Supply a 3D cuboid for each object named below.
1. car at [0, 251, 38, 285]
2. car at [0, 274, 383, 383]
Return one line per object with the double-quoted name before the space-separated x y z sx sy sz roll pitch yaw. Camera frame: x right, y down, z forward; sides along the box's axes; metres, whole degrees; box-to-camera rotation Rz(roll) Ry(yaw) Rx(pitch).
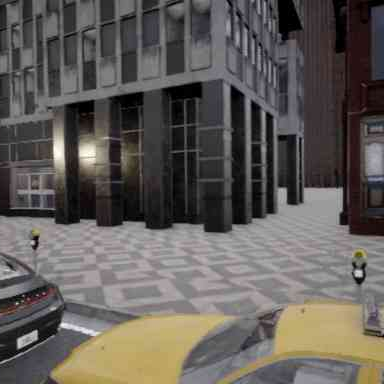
"car" -3.873 1.500 4.876 4.403 1.369 2.008 0 2 27
"car" 1.005 1.447 2.410 4.829 1.417 1.752 0 2 27
